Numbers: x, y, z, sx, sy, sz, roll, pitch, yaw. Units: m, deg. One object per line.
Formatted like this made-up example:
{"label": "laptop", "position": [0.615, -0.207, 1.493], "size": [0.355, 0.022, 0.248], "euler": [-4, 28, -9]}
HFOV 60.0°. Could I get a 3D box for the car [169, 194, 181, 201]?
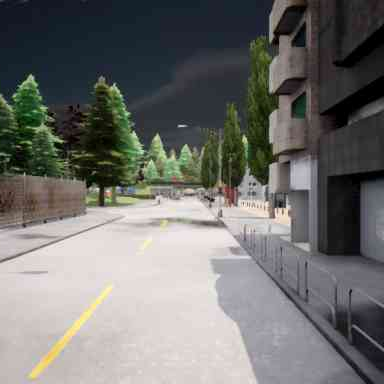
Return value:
{"label": "car", "position": [-3.972, 1.567, 84.618], "size": [2.097, 1.767, 4.553], "euler": [0, 0, 0]}
